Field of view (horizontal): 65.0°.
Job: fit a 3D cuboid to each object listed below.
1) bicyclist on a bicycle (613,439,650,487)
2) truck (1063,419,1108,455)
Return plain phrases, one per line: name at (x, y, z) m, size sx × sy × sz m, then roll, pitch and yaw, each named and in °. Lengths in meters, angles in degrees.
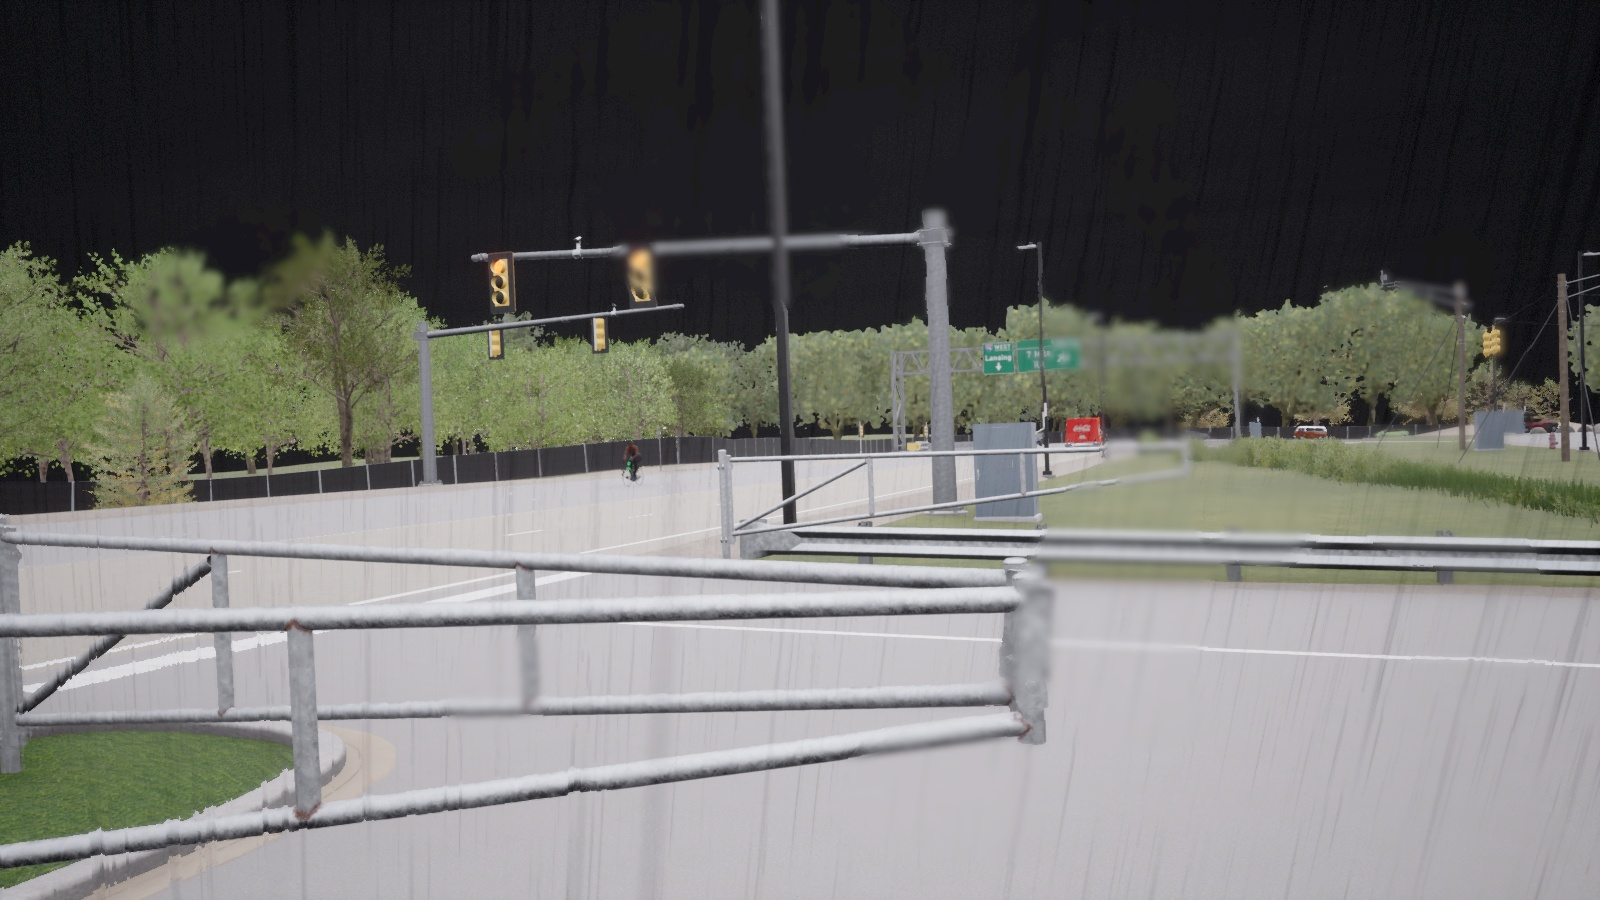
bicyclist on a bicycle at (-5.896, 0.441, 44.022) m, size 0.582 × 1.620 × 1.656 m, roll -1°, pitch 1°, yaw 18°
truck at (20.644, -0.906, 90.589) m, size 2.627 × 2.467 × 5.204 m, roll -1°, pitch 0°, yaw 18°
